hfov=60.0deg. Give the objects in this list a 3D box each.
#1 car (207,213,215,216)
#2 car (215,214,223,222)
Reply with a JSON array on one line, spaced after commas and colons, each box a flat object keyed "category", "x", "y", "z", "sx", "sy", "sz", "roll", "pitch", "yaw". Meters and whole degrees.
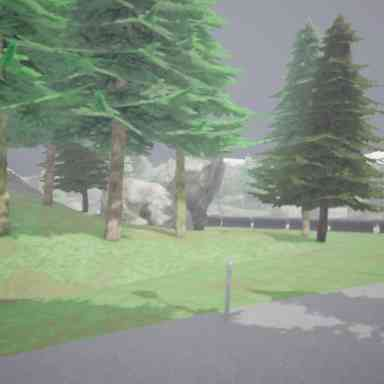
[{"category": "car", "x": 0.433, "y": 3.864, "z": 53.344, "sx": 5.566, "sy": 2.045, "sz": 2.150, "roll": -3, "pitch": -5, "yaw": 38}, {"category": "car", "x": 3.719, "y": 4.329, "z": 55.192, "sx": 4.892, "sy": 1.490, "sz": 1.837, "roll": -3, "pitch": -5, "yaw": 38}]
